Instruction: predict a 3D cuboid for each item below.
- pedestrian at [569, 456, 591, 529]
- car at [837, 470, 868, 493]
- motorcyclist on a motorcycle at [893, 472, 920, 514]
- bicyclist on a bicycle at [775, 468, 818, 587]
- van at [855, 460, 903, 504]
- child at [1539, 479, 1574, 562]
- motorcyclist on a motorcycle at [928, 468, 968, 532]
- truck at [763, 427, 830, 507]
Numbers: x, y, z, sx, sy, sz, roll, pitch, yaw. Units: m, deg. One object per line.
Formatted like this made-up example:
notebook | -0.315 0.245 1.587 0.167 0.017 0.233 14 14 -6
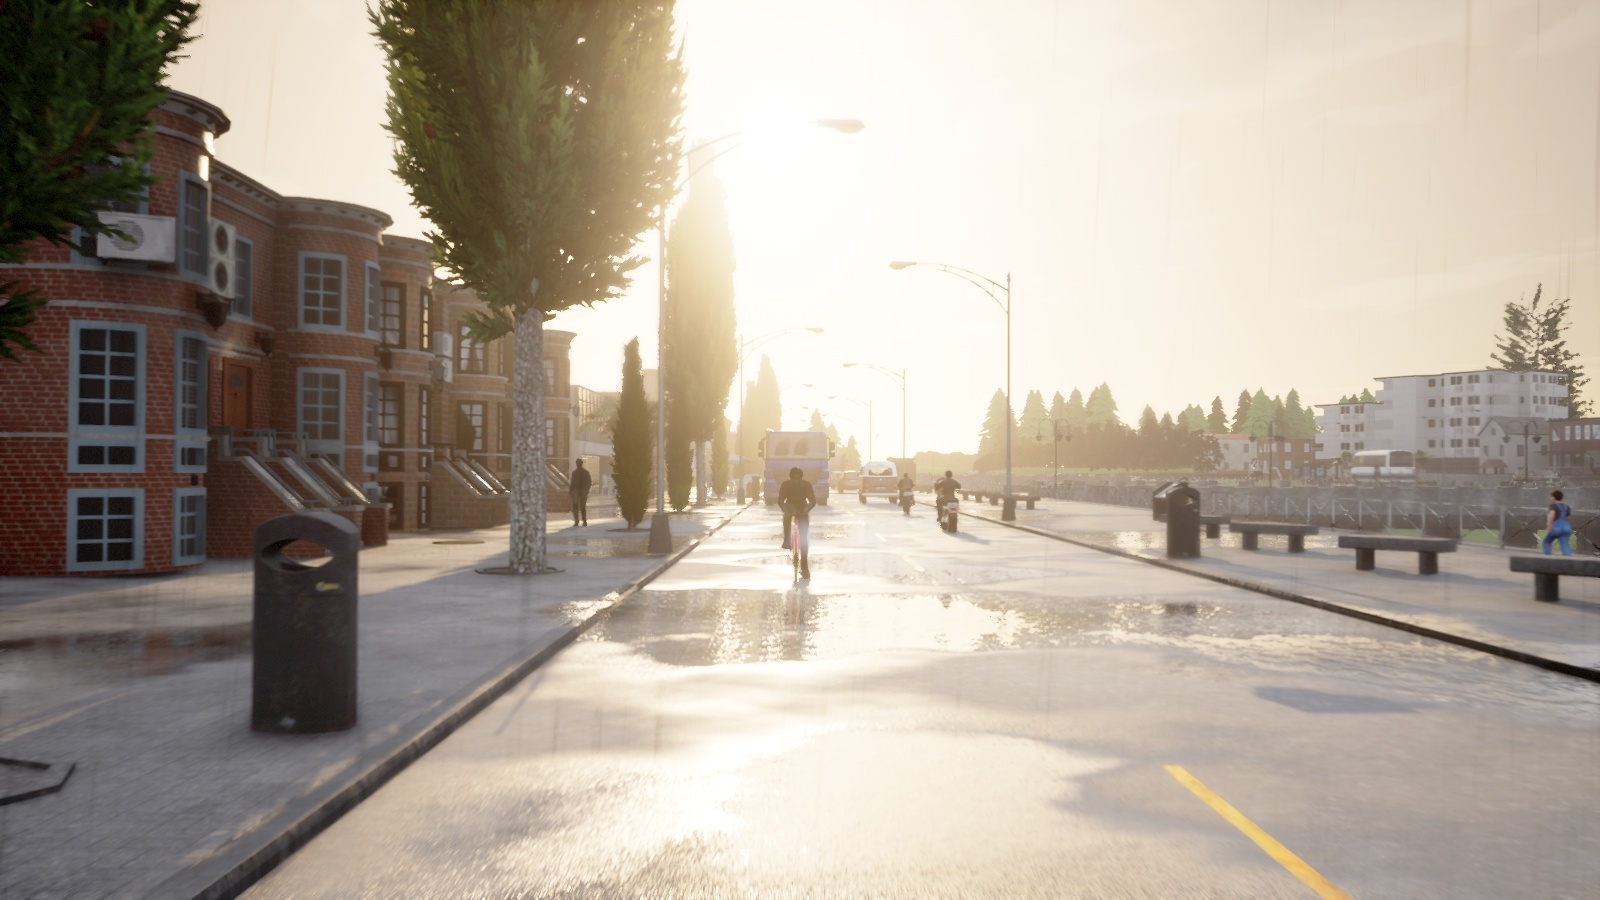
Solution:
pedestrian | -5.649 1.088 32.317 0.370 1.835 0.726 0 -1 6
car | 3.764 2.259 91.374 2.033 1.649 4.856 0 -1 0
motorcyclist on a motorcycle | 3.880 1.551 45.964 0.797 1.523 2.044 0 -1 0
bicyclist on a bicycle | -0.047 1.070 18.031 0.582 1.620 1.656 0 -1 0
van | 3.839 1.559 61.916 2.069 2.038 4.480 0 -1 0
child | 11.678 1.083 19.398 0.270 1.263 0.437 0 -1 1
motorcyclist on a motorcycle | 3.913 1.307 33.307 0.766 1.649 2.350 0 -1 0
truck | -0.154 0.812 58.466 2.891 3.462 7.936 0 -1 0
